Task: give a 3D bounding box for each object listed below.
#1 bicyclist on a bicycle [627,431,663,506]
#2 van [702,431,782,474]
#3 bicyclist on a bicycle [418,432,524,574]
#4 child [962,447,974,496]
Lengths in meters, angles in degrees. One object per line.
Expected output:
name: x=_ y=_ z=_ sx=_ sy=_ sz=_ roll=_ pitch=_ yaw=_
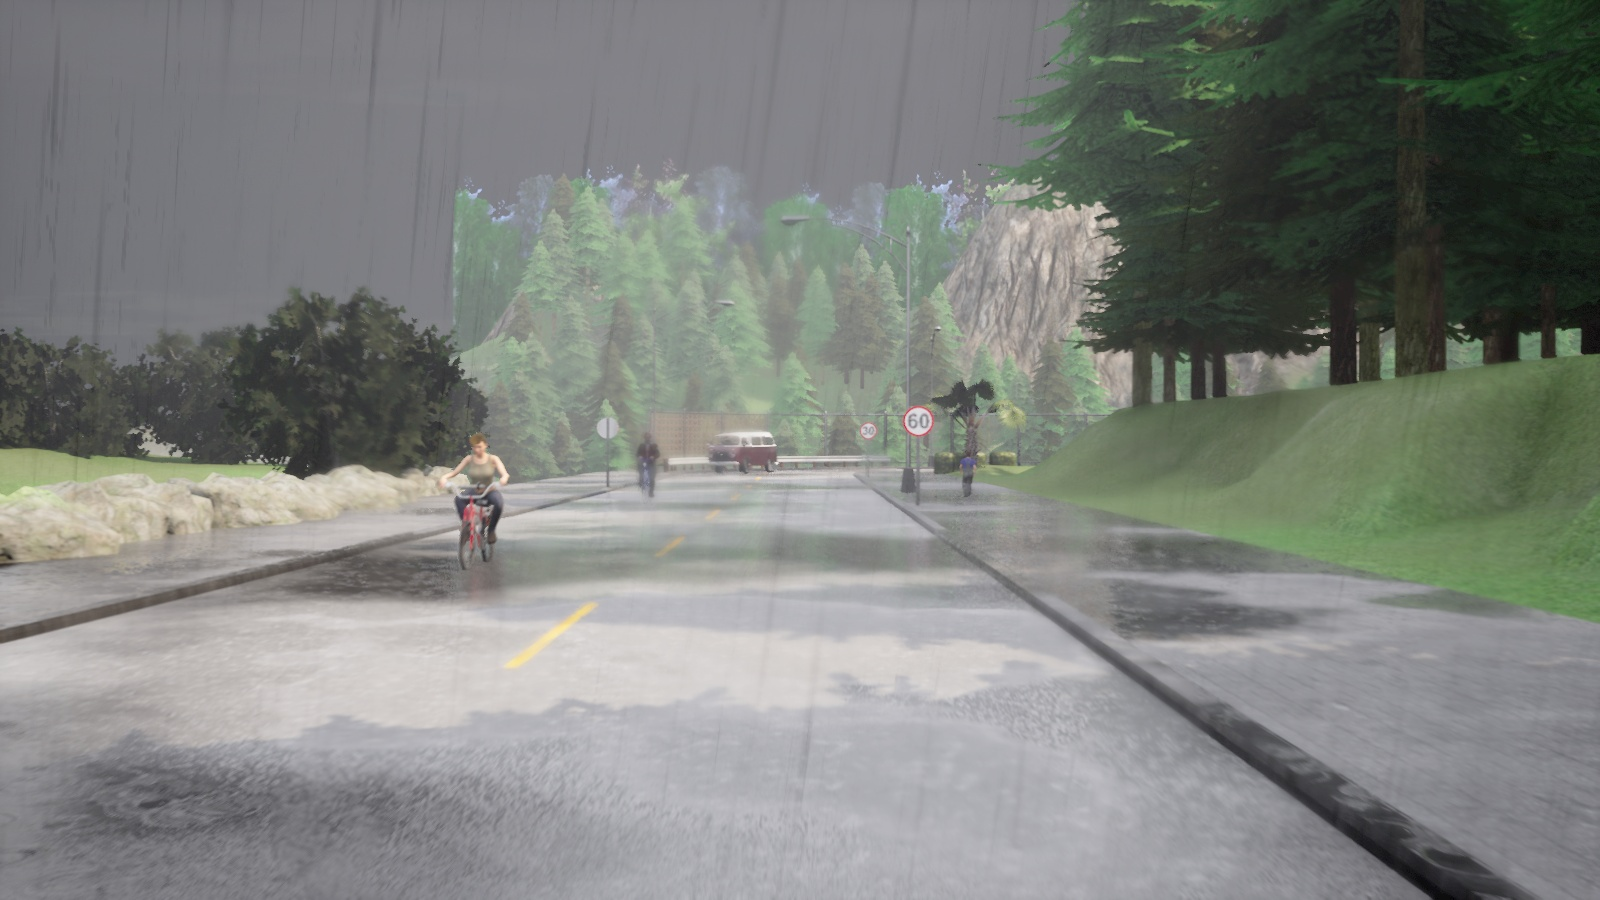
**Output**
bicyclist on a bicycle: x=-3.805 y=0.439 z=30.972 sx=0.659 sy=1.776 sz=1.843 roll=0 pitch=0 yaw=0
van: x=-2.811 y=0.121 z=61.825 sx=2.069 sy=2.038 sz=4.480 roll=-1 pitch=0 yaw=26
bicyclist on a bicycle: x=-3.903 y=0.595 z=15.024 sx=0.866 sy=1.612 sz=1.509 roll=0 pitch=0 yaw=0
child: x=4.381 y=0.555 z=32.771 sx=0.270 sy=1.263 sz=0.437 roll=0 pitch=0 yaw=3
